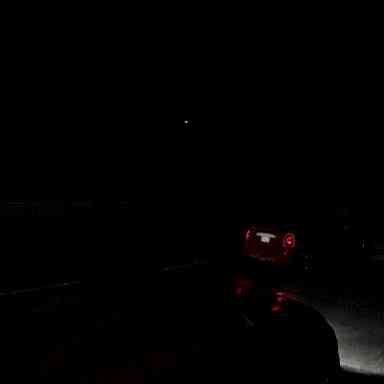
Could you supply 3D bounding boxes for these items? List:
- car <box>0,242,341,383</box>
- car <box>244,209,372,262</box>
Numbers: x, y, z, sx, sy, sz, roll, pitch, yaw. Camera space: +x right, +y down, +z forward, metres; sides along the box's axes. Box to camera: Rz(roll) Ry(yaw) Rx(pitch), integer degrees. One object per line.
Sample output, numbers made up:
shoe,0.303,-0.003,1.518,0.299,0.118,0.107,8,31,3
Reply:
car,-0.303,1.570,3.530,4.181,1.385,1.994,0,0,-35
car,3.835,1.388,10.779,4.553,1.767,2.097,0,0,-35
